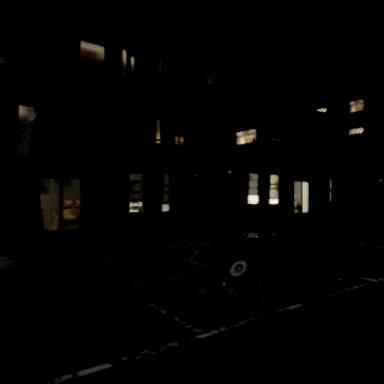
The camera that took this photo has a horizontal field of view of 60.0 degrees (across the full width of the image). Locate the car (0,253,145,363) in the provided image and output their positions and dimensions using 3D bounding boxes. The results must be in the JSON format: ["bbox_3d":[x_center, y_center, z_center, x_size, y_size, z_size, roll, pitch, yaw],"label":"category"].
[{"bbox_3d":[-2.693,1.583,4.629,4.206,1.307,1.802,0,0,-35],"label":"car"}]

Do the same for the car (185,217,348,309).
[{"bbox_3d":[1.814,1.447,7.839,4.097,1.590,1.967,0,0,-35],"label":"car"}]
